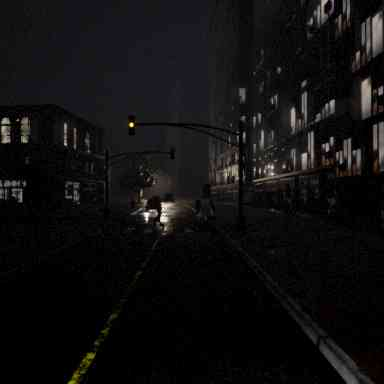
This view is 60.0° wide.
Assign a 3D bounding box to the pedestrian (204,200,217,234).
[{"bbox_3d":[1.011,1.297,17.758,0.375,1.860,0.375,1,-1,-2],"label":"pedestrian"}]

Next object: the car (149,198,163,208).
[{"bbox_3d":[-5.433,1.590,50.253,1.895,1.301,4.718,0,0,-6],"label":"car"}]

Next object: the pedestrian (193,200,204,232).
[{"bbox_3d":[0.397,1.296,18.628,0.375,1.860,0.375,1,-1,-2],"label":"pedestrian"}]

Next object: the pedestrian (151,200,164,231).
[{"bbox_3d":[-1.980,1.295,19.002,0.375,1.860,0.375,1,-1,-2],"label":"pedestrian"}]

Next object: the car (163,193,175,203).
[{"bbox_3d":[-4.824,1.208,69.158,2.150,2.045,5.566,0,0,-8],"label":"car"}]

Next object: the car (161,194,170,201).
[{"bbox_3d":[-6.366,1.336,79.426,1.812,1.442,4.674,0,0,-10],"label":"car"}]

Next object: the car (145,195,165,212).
[{"bbox_3d":[-4.451,1.471,39.338,1.882,1.535,5.008,0,0,-5],"label":"car"}]

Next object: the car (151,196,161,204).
[{"bbox_3d":[-7.115,1.488,65.242,1.837,1.490,4.892,0,0,-7],"label":"car"}]
